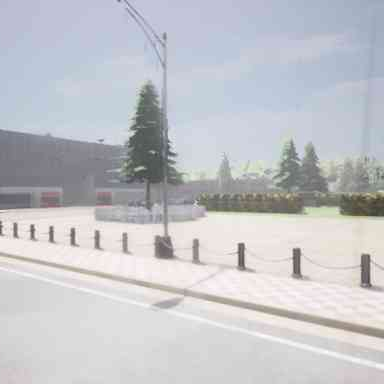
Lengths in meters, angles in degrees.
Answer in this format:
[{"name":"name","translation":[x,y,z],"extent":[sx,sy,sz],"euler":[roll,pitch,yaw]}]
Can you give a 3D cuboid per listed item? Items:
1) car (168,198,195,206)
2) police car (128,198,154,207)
[{"name":"car","translation":[-1.448,1.752,60.111],"extent":[2.128,1.511,4.902],"euler":[-1,0,36]},{"name":"police car","translation":[-8.676,1.789,55.997],"extent":[2.038,1.542,4.974],"euler":[-1,0,36]}]
